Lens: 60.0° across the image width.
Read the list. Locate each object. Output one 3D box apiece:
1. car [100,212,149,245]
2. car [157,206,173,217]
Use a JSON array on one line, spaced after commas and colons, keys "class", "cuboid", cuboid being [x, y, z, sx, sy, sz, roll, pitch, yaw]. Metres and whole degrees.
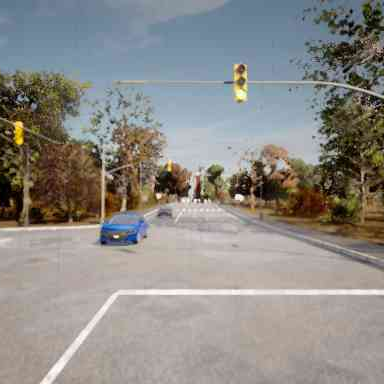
[{"class": "car", "cuboid": [-3.506, 1.870, 17.874, 1.882, 1.535, 5.008, 0, -2, 0]}, {"class": "car", "cuboid": [-3.473, 2.513, 44.070, 2.033, 1.411, 5.357, 0, 0, 0]}]
